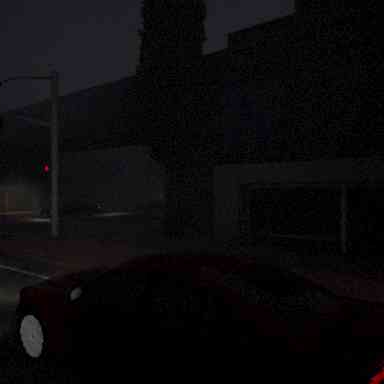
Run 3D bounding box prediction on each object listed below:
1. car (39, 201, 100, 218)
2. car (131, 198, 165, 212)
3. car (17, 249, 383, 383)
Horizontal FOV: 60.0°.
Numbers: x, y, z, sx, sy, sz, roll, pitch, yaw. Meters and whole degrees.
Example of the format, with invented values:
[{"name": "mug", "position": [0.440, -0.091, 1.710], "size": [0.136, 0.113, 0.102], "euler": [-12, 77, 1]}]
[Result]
[{"name": "car", "position": [-10.984, 1.560, 30.416], "size": [2.033, 1.411, 5.357], "euler": [0, 0, 36]}, {"name": "car", "position": [-4.976, 1.504, 38.771], "size": [2.128, 1.511, 4.902], "euler": [0, 0, 36]}, {"name": "car", "position": [-0.249, 1.479, 4.169], "size": [5.008, 1.535, 1.882], "euler": [0, 0, 35]}]
